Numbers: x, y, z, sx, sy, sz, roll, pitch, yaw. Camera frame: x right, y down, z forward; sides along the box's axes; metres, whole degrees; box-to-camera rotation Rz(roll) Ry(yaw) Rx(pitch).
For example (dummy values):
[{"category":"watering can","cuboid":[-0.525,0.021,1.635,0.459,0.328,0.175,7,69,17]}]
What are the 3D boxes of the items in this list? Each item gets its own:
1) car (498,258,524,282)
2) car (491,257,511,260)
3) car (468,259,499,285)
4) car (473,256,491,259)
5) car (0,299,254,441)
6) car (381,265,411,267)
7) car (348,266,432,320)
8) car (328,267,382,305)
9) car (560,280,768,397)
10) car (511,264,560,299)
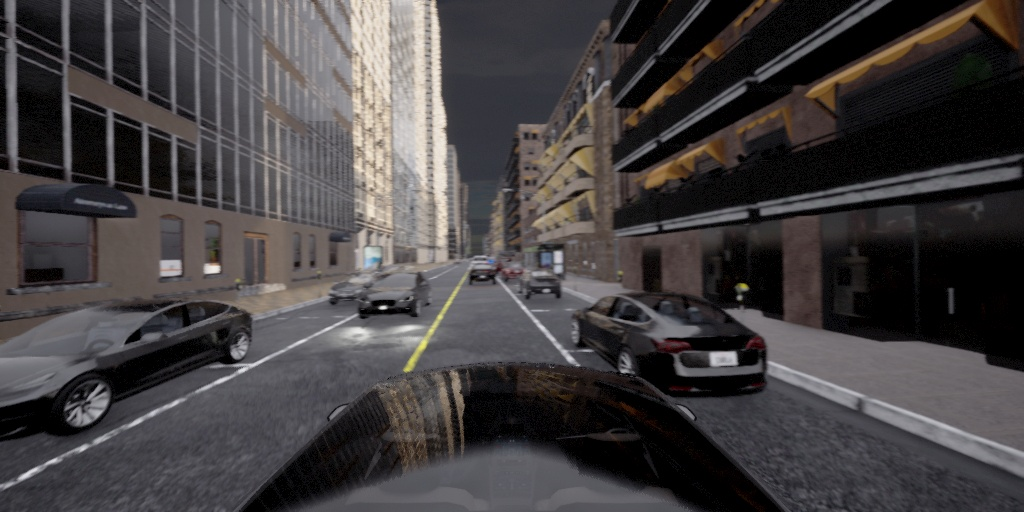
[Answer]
[{"category":"car","cuboid":[0.210,1.175,28.885,1.967,1.591,4.097,0,0,-5]},{"category":"car","cuboid":[-0.867,1.064,40.131,2.192,1.841,5.009,0,0,-5]},{"category":"car","cuboid":[-2.216,1.251,26.808,1.882,1.535,5.008,-1,0,-5]},{"category":"car","cuboid":[-3.969,1.020,44.872,2.150,2.045,5.566,-1,0,-5]},{"category":"car","cuboid":[-5.978,1.406,5.595,1.948,1.339,4.313,0,0,-5]},{"category":"car","cuboid":[-7.594,1.298,22.464,1.967,1.591,4.097,0,0,-5]},{"category":"car","cuboid":[-4.117,1.312,13.229,1.837,1.490,4.892,-1,0,-5]},{"category":"car","cuboid":[-7.054,1.402,16.840,2.007,1.370,4.403,0,0,-5]},{"category":"car","cuboid":[2.364,1.276,6.394,1.948,1.339,4.313,0,0,-5]},{"category":"car","cuboid":[1.287,1.272,17.640,2.007,1.370,4.403,0,0,-5]}]
